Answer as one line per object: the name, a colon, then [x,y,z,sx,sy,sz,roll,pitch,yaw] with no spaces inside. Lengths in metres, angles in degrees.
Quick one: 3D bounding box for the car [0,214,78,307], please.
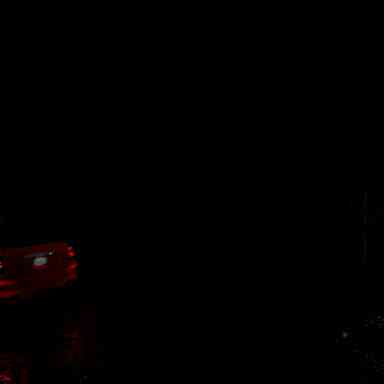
car: [-4.717,1.308,7.297,4.553,1.767,2.097,1,0,29]
